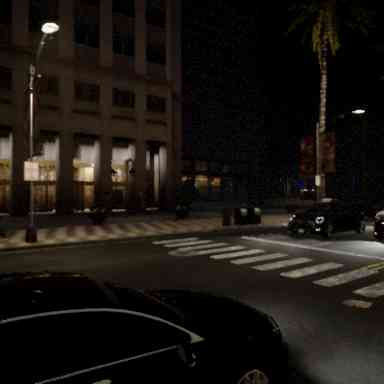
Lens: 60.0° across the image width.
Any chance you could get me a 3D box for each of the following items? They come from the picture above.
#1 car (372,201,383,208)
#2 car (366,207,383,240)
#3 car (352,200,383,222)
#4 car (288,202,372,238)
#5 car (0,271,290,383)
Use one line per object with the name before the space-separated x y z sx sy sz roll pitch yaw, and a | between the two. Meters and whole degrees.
car | 14.389 1.510 22.747 4.674 1.442 1.812 0 0 -35
car | 10.365 1.553 15.648 4.181 1.385 1.994 0 0 -35
car | 15.519 1.495 27.455 4.786 1.482 2.161 0 0 -36
car | 7.211 1.342 17.706 4.553 1.767 2.097 0 0 -35
car | -1.195 1.504 2.890 4.892 1.490 1.837 0 0 -36
